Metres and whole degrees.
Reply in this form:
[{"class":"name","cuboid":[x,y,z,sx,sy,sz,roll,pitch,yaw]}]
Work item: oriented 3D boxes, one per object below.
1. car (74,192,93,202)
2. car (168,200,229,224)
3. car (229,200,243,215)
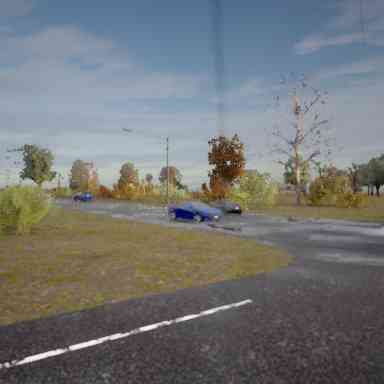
[{"class":"car","cuboid":[-21.145,0.926,64.501,2.150,2.045,5.566,0,0,-37]},{"class":"car","cuboid":[0.144,1.417,24.712,1.882,1.535,5.008,0,0,-37]},{"class":"car","cuboid":[2.978,1.475,32.571,1.994,1.385,4.181,0,0,-37]}]
